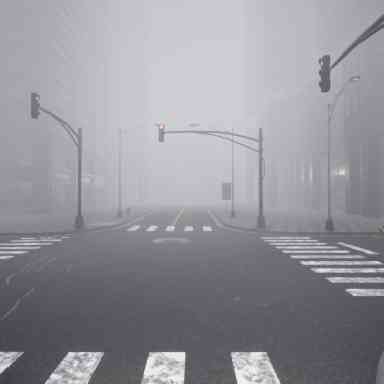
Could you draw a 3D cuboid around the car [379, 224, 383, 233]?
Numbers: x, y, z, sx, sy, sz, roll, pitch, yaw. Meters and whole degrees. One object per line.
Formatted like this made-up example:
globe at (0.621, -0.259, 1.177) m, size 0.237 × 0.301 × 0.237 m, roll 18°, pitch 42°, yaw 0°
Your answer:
car at (11.760, 1.564, 16.189) m, size 4.829 × 1.417 × 1.752 m, roll 0°, pitch -1°, yaw 0°
